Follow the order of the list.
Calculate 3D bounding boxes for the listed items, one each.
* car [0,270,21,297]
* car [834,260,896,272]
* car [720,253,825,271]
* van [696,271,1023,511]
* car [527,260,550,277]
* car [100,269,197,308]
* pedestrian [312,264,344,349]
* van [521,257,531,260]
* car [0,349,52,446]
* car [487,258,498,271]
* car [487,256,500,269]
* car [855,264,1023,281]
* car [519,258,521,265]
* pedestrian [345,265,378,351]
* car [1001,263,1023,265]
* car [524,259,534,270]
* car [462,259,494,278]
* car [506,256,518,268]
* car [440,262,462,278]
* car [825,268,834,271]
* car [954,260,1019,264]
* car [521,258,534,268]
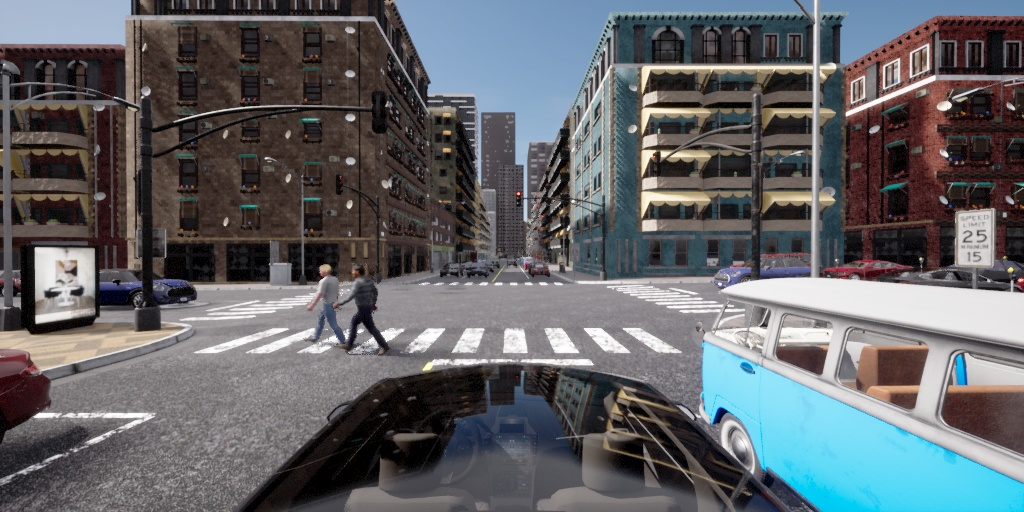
[{"bbox_3d":[-30.266,1.574,21.359,4.097,1.591,1.967,0,0,0],"label":"car"},{"bbox_3d":[21.338,0.931,21.614,4.507,1.381,1.888,0,0,0],"label":"car"},{"bbox_3d":[13.272,0.874,18.996,4.553,1.767,2.097,-1,0,1],"label":"car"},{"bbox_3d":[2.689,1.091,2.015,1.690,1.789,3.998,0,0,0],"label":"van"},{"bbox_3d":[2.681,1.335,34.409,1.802,1.307,4.207,0,0,0],"label":"car"},{"bbox_3d":[-16.563,1.332,15.571,4.553,1.767,2.097,-1,0,-1],"label":"car"},{"bbox_3d":[-3.986,1.044,7.772,0.375,1.860,0.375,0,0,0],"label":"pedestrian"},{"bbox_3d":[2.675,1.104,56.502,1.690,1.789,3.998,0,0,0],"label":"van"},{"bbox_3d":[-5.692,1.332,2.014,1.802,1.307,4.207,0,0,0],"label":"car"},{"bbox_3d":[-3.112,1.304,44.406,2.033,1.411,5.357,0,0,-1],"label":"car"},{"bbox_3d":[-3.096,0.987,57.846,2.150,2.045,5.566,0,0,0],"label":"car"},{"bbox_3d":[15.791,1.097,13.192,4.313,1.339,1.948,0,0,0],"label":"car"},{"bbox_3d":[2.674,1.333,62.026,1.948,1.339,4.313,0,0,0],"label":"car"},{"bbox_3d":[-3.006,1.043,7.175,0.375,1.860,0.375,0,0,0],"label":"pedestrian"},{"bbox_3d":[21.361,1.033,13.233,4.207,1.307,1.802,0,0,0],"label":"car"},{"bbox_3d":[2.679,1.320,39.932,1.948,1.339,4.313,0,0,0],"label":"car"},{"bbox_3d":[-3.104,1.300,34.004,2.033,1.411,5.357,0,0,0],"label":"car"},{"bbox_3d":[-0.017,1.273,63.448,1.837,1.490,4.892,0,0,0],"label":"car"},{"bbox_3d":[-5.700,1.318,34.419,1.948,1.339,4.313,0,0,0],"label":"car"},{"bbox_3d":[15.767,0.781,21.572,5.009,1.841,2.192,0,0,0],"label":"car"},{"bbox_3d":[25.006,0.900,19.047,5.357,1.411,2.033,-1,0,0],"label":"car"},{"bbox_3d":[2.677,1.305,50.979,1.888,1.381,4.507,0,0,0],"label":"car"}]
